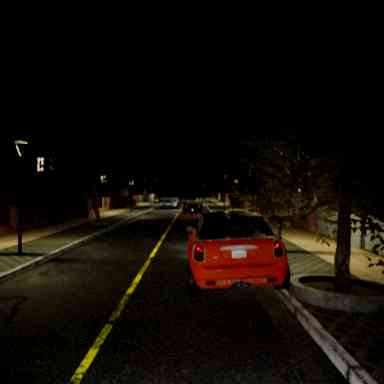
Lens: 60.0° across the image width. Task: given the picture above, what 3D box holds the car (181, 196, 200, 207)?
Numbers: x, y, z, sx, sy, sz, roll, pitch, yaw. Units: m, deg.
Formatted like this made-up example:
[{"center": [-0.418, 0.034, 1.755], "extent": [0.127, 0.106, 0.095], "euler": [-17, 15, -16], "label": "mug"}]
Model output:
[{"center": [0.065, 1.437, 34.689], "extent": [1.895, 1.301, 4.718], "euler": [0, 0, 0], "label": "car"}]

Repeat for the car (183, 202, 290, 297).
[{"center": [0.921, 1.255, 8.639], "extent": [2.097, 1.767, 4.553], "euler": [-3, -1, 0], "label": "car"}]

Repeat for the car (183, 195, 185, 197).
[{"center": [0.051, 1.322, 45.558], "extent": [1.812, 1.442, 4.674], "euler": [0, 0, 1], "label": "car"}]

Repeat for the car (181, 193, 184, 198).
[{"center": [-2.755, 1.068, 78.478], "extent": [2.097, 1.767, 4.553], "euler": [0, 0, 0], "label": "car"}]

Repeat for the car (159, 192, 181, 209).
[{"center": [-2.849, 1.030, 41.865], "extent": [2.150, 2.045, 5.566], "euler": [0, 0, 0], "label": "car"}]
